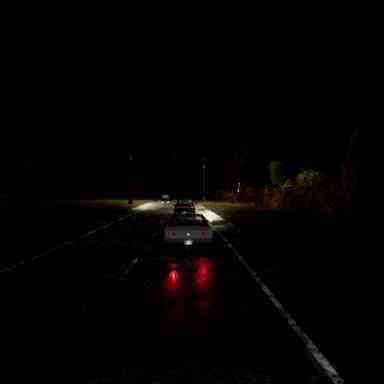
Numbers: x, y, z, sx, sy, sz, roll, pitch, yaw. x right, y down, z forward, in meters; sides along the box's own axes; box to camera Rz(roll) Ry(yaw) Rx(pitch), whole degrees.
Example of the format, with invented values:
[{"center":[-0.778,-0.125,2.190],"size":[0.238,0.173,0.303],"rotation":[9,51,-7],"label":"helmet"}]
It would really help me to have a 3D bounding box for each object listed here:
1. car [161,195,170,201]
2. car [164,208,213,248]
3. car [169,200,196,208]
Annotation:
[{"center":[-5.992,1.383,75.881],"size":[2.033,1.411,5.357],"rotation":[0,0,-2],"label":"car"},{"center":[-0.180,1.608,14.753],"size":[1.895,1.301,4.718],"rotation":[0,0,-1],"label":"car"},{"center":[-0.690,1.469,29.740],"size":[2.128,1.511,4.902],"rotation":[0,0,-2],"label":"car"}]
